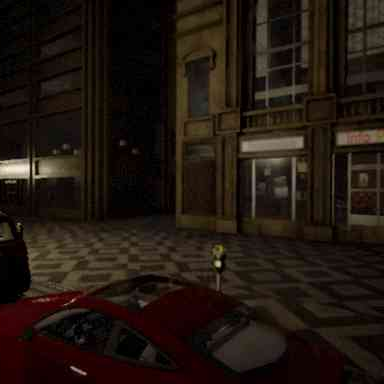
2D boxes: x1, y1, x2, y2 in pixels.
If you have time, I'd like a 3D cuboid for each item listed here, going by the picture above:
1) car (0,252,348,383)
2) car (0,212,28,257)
[{"bbox_3d":[-0.646,1.555,3.401,4.206,1.307,1.802,0,1,35],"label":"car"},{"bbox_3d":[-5.233,1.254,6.612,5.009,1.841,2.192,0,1,35],"label":"car"}]
